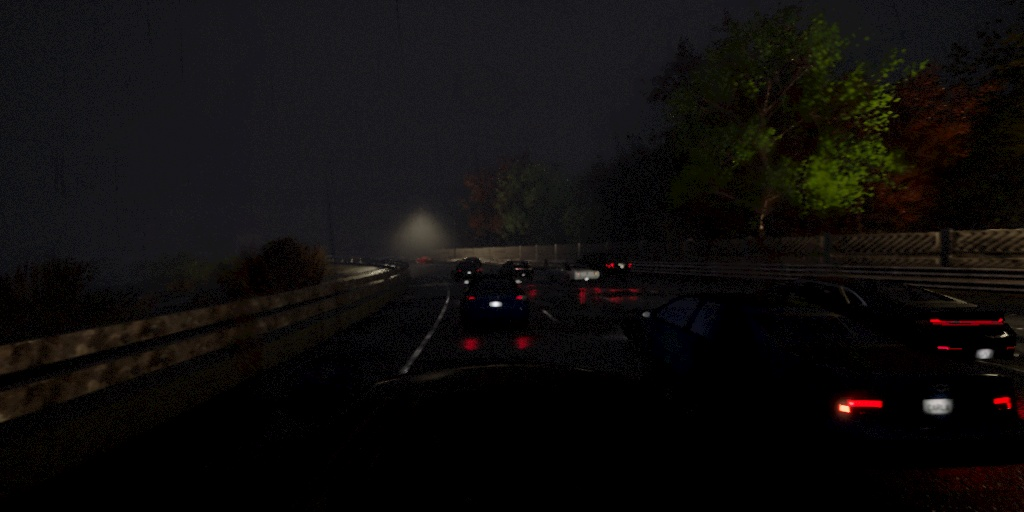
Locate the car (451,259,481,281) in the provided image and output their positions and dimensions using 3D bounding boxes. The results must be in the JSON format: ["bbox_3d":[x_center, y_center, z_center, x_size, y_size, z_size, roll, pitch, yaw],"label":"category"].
[{"bbox_3d":[-3.578,1.173,27.858,1.994,1.385,4.181,0,0,-14],"label":"car"}]

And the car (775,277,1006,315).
[{"bbox_3d":[6.731,1.183,7.608,2.128,1.511,4.902,0,0,-3],"label":"car"}]

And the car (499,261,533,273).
[{"bbox_3d":[0.227,1.092,27.051,2.128,1.511,4.902,0,0,-13],"label":"car"}]

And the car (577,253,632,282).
[{"bbox_3d":[6.101,0.802,25.653,2.150,2.045,5.566,1,-1,-23],"label":"car"}]

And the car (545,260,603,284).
[{"bbox_3d":[4.066,1.202,25.282,1.895,1.301,4.718,-1,0,-20],"label":"car"}]

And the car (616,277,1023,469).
[{"bbox_3d":[3.385,1.264,5.449,2.033,1.411,5.357,0,0,-2],"label":"car"}]

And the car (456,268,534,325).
[{"bbox_3d":[-0.619,1.258,11.648,1.994,1.385,4.181,0,0,-5],"label":"car"}]
